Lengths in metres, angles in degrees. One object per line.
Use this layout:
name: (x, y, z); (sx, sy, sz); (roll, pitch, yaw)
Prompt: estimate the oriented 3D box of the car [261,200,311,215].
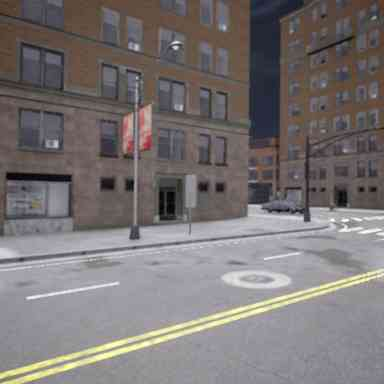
car: (9.698, 1.563, 34.844); (2.033, 1.411, 5.357); (1, 0, -35)
